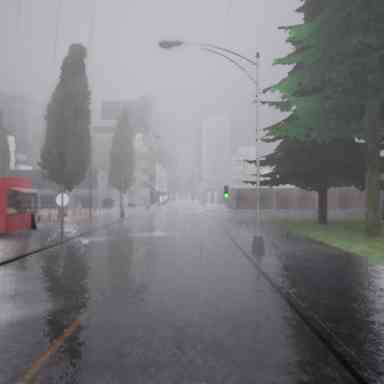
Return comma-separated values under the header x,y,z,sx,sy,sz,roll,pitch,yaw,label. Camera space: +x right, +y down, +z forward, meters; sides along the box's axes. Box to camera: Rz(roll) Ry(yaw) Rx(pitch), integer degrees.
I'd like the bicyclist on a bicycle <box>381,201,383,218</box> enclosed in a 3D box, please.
x,y,z,sx,sy,sz,roll,pitch,yaw,label
18.105,1.641,31.165,0.582,1.620,1.656,0,-1,0,bicyclist on a bicycle
